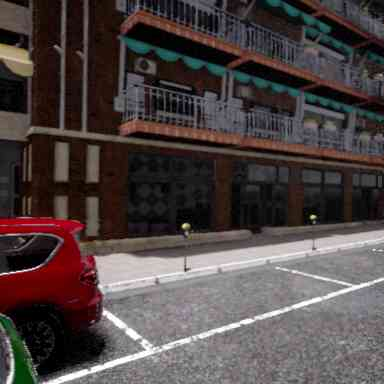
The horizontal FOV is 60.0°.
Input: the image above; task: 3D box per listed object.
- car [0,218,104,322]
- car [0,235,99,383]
[{"bbox_3d":[-3.592,1.315,3.981,5.009,1.841,2.192,0,1,-35],"label":"car"},{"bbox_3d":[-2.960,1.350,1.268,4.553,1.767,2.097,0,0,-35],"label":"car"}]
